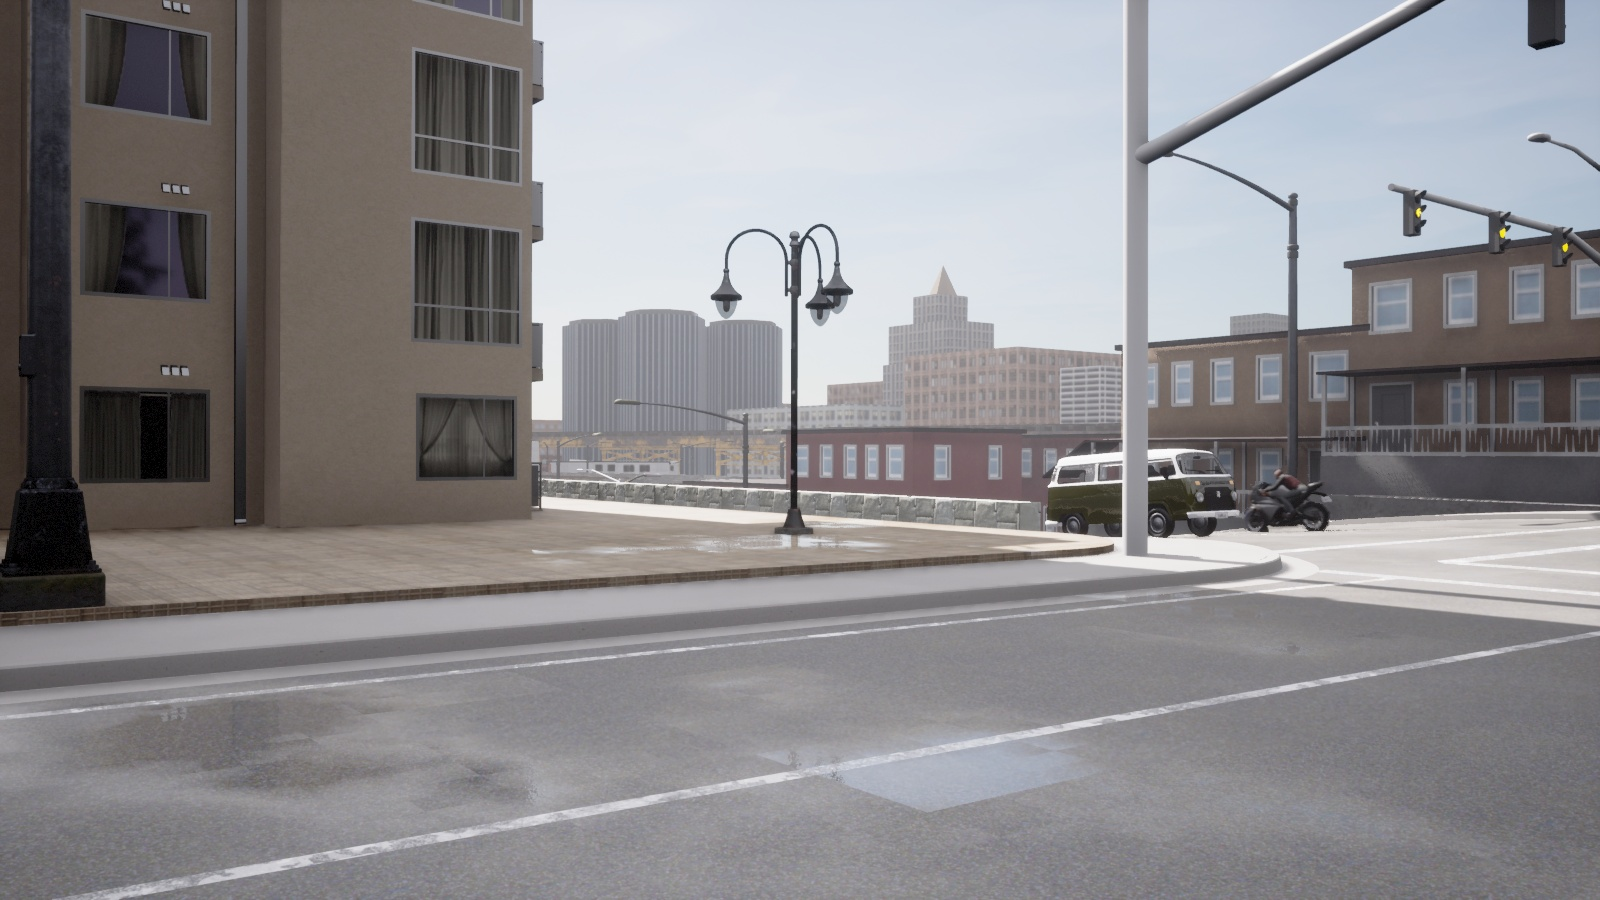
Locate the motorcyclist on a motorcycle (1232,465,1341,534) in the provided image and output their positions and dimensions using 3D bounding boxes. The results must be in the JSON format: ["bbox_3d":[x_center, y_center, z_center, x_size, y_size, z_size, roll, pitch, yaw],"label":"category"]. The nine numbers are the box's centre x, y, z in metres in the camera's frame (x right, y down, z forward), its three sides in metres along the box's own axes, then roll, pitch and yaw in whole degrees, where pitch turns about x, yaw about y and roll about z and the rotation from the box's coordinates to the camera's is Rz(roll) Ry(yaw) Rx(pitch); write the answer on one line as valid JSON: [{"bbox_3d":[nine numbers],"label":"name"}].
[{"bbox_3d":[11.506,1.191,29.759,0.866,1.530,2.191,0,-4,-36],"label":"motorcyclist on a motorcycle"}]

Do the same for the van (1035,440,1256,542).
[{"bbox_3d":[7.825,0.996,28.884,2.069,2.038,4.480,0,-5,-36],"label":"van"}]
